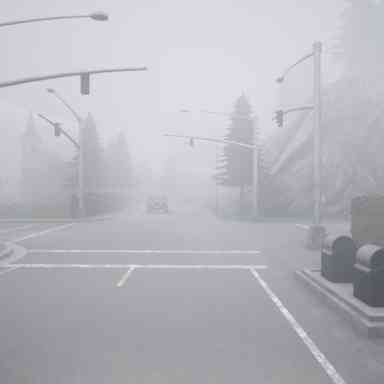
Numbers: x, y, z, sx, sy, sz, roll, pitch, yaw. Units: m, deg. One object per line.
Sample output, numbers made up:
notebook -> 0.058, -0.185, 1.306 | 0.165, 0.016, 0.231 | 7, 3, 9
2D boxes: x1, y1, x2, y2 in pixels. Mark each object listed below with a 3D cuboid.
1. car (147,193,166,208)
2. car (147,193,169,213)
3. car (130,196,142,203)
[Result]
car -> -5.482, 1.222, 50.783 | 2.150, 2.045, 5.566 | 0, 0, -14
car -> -3.756, 1.221, 37.202 | 2.150, 2.045, 5.566 | 0, 0, -2
car -> -11.563, 1.575, 66.499 | 1.994, 1.385, 4.181 | 0, 0, -32
